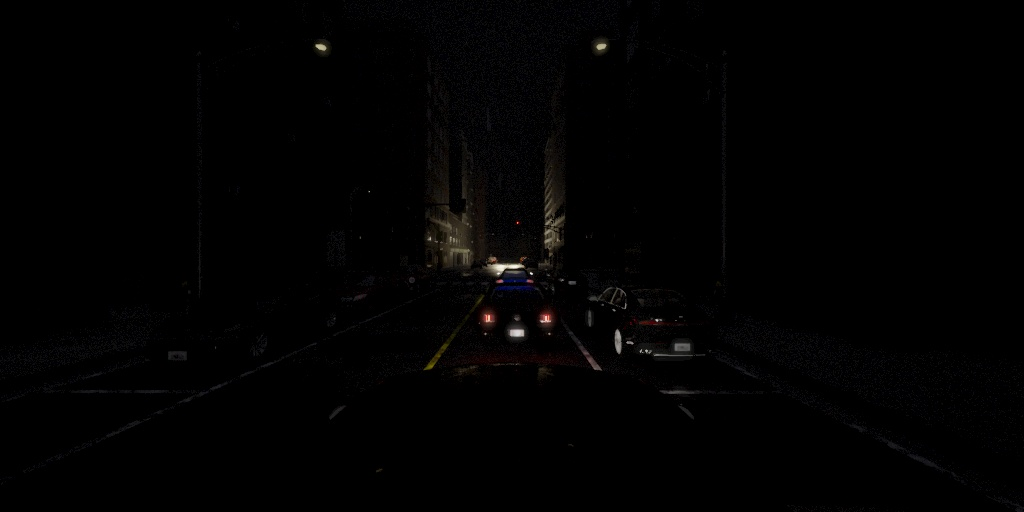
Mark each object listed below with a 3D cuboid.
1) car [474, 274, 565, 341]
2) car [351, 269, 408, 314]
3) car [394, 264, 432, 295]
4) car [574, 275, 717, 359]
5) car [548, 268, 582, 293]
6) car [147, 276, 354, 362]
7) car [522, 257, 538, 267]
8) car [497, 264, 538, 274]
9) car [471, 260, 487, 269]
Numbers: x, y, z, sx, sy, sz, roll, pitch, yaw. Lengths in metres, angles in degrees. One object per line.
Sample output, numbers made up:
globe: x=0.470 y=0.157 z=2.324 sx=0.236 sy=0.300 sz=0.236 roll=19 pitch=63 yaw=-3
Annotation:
car: x=0.121 y=1.351 z=9.840 sx=1.895 sy=1.301 sz=4.718 roll=0 pitch=0 yaw=0
car: x=-5.631 y=1.332 z=13.744 sx=1.802 sy=1.307 sz=4.207 roll=0 pitch=0 yaw=0
car: x=-5.612 y=1.190 z=19.246 sx=1.967 sy=1.591 sz=4.097 roll=0 pitch=0 yaw=0
car: x=2.877 y=1.300 z=8.215 sx=2.007 sy=1.370 sz=4.403 roll=0 pitch=0 yaw=0
car: x=2.913 y=1.316 z=19.218 sx=1.948 sy=1.339 sz=4.313 roll=0 pitch=0 yaw=0
car: x=-5.648 y=1.315 z=8.243 sx=1.948 sy=1.339 sz=4.313 roll=0 pitch=0 yaw=0
car: x=3.069 y=1.225 z=56.306 sx=1.967 sy=1.591 sz=4.097 roll=0 pitch=0 yaw=0
car: x=0.151 y=1.314 z=18.600 sx=1.994 sy=1.385 sz=4.181 roll=0 pitch=0 yaw=1
car: x=-5.457 y=1.367 z=56.347 sx=1.802 sy=1.307 sz=4.207 roll=0 pitch=0 yaw=0
